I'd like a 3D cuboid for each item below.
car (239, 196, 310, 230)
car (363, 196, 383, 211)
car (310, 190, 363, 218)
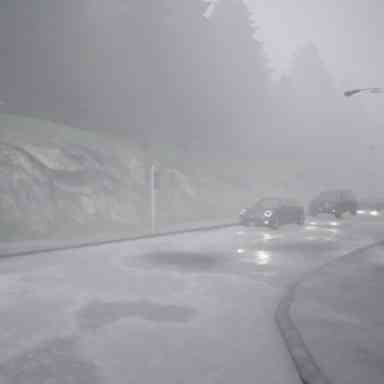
[{"bbox_3d":[4.701,1.103,19.358,2.097,1.767,4.553,1,1,43],"label":"car"},{"bbox_3d":[18.142,1.111,33.576,1.994,1.385,4.181,1,1,43],"label":"car"},{"bbox_3d":[11.270,0.873,26.315,2.150,2.045,5.566,1,1,44],"label":"car"}]
